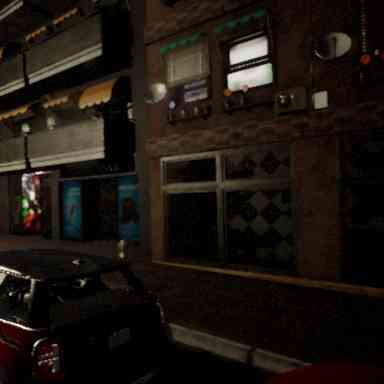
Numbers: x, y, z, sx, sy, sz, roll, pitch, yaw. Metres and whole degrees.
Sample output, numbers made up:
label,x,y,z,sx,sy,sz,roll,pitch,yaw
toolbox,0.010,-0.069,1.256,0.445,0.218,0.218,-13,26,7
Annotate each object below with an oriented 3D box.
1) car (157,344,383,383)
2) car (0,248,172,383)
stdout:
label,x,y,z,sx,sy,sz,roll,pitch,yaw
car,2.211,1.535,1.167,4.507,1.381,1.887,-1,-2,36
car,-2.288,1.474,4.387,4.097,1.590,1.967,-1,-2,36
